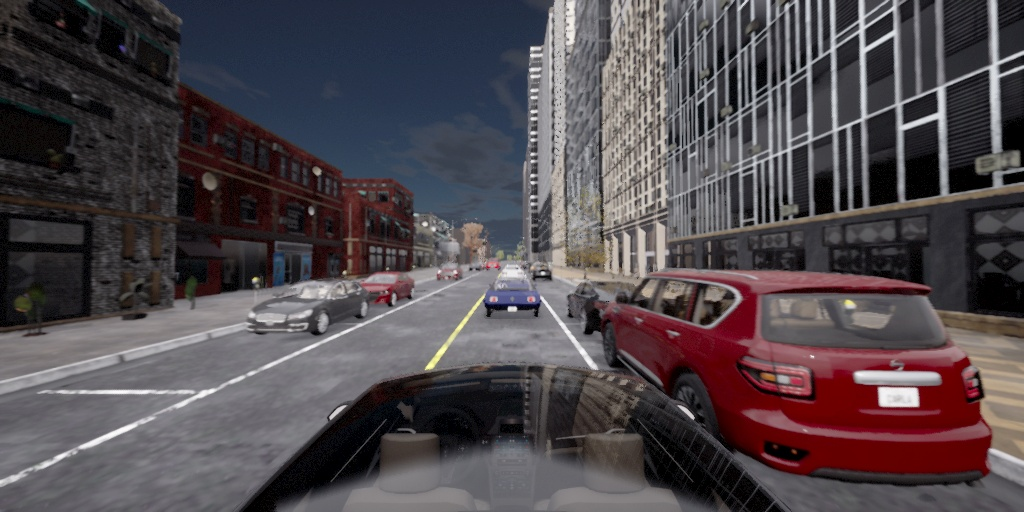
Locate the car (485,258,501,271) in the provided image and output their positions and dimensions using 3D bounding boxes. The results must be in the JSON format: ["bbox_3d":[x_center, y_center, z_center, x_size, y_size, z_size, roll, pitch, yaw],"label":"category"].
[{"bbox_3d":[-3.052,1.375,58.690,2.150,2.045,5.566,0,0,1],"label":"car"}]

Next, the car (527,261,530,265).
[{"bbox_3d":[3.155,1.502,43.565,1.801,1.575,5.366,0,0,0],"label":"car"}]

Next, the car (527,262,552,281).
[{"bbox_3d":[2.695,1.537,33.110,1.948,1.339,4.313,0,0,0],"label":"car"}]

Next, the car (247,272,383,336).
[{"bbox_3d":[-5.688,1.363,10.592,2.007,1.370,4.403,0,0,0],"label":"car"}]

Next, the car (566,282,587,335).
[{"bbox_3d":[2.693,1.377,10.534,1.948,1.339,4.313,0,0,0],"label":"car"}]

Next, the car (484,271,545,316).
[{"bbox_3d":[0.036,1.435,13.732,1.895,1.301,4.718,0,0,1],"label":"car"}]

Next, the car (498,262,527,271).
[{"bbox_3d":[0.052,1.474,30.007,1.812,1.442,4.674,0,0,1],"label":"car"}]

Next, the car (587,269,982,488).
[{"bbox_3d":[2.692,1.087,4.891,2.192,1.841,5.009,0,0,0],"label":"car"}]

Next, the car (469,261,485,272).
[{"bbox_3d":[-5.683,1.698,55.742,1.948,1.339,4.313,0,0,0],"label":"car"}]

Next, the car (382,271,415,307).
[{"bbox_3d":[-5.688,1.397,16.235,1.888,1.381,4.507,0,0,0],"label":"car"}]

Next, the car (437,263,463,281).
[{"bbox_3d":[-5.686,1.411,33.167,1.967,1.591,4.097,0,0,0],"label":"car"}]

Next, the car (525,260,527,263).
[{"bbox_3d":[3.151,1.598,50.375,1.837,1.490,4.892,0,0,0],"label":"car"}]
